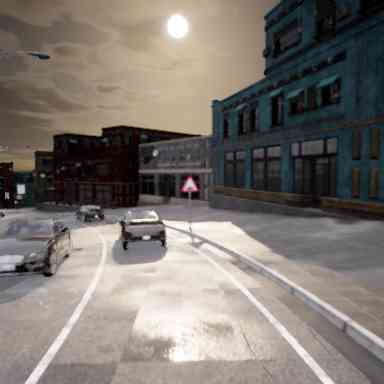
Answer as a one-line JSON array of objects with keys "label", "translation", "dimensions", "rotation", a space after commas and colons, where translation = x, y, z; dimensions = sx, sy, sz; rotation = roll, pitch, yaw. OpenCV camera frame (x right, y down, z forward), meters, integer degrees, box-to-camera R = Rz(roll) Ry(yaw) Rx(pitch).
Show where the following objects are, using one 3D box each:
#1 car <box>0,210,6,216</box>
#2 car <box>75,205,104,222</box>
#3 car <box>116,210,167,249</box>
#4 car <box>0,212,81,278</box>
[{"label": "car", "translation": [-27.496, 2.996, 46.048], "dimensions": [4.674, 1.442, 1.812], "rotation": [-3, 1, 41]}, {"label": "car", "translation": [-9.911, 1.999, 32.044], "dimensions": [1.837, 1.490, 4.892], "rotation": [-3, 0, -32]}, {"label": "car", "translation": [-2.387, 1.593, 15.325], "dimensions": [2.128, 1.511, 4.902], "rotation": [-1, 0, -14]}, {"label": "car", "translation": [-5.008, 1.609, 10.484], "dimensions": [2.128, 1.511, 4.902], "rotation": [-1, -1, -12]}]
